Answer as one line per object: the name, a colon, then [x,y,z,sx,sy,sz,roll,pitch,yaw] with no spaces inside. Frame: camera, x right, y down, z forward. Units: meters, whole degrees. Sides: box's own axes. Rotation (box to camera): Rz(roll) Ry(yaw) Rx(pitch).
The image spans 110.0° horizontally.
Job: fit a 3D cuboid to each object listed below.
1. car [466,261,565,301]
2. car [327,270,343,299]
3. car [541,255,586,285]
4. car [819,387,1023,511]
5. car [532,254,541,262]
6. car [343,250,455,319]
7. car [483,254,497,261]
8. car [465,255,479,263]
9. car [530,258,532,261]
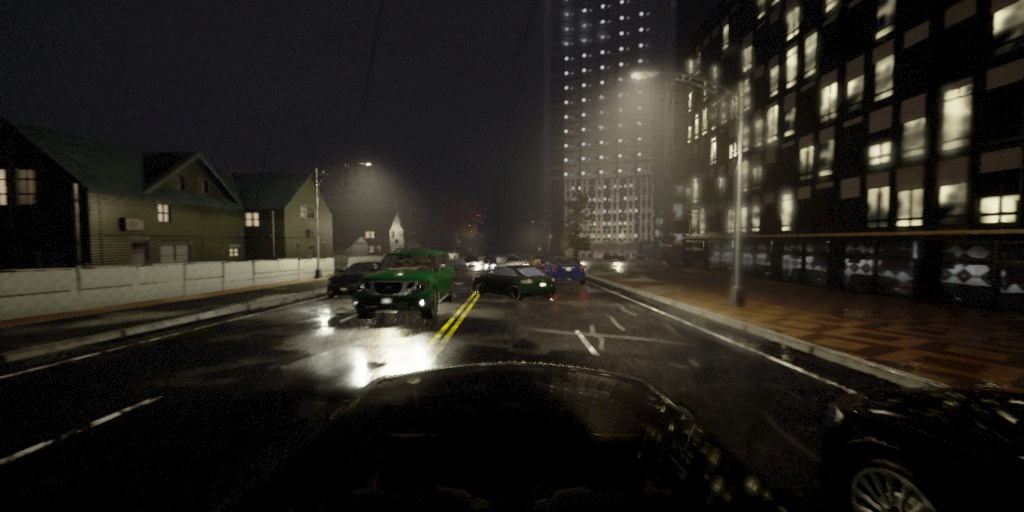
car: [0.014,1.090,15.895,1.994,1.385,4.181,-1,1,-38]
car: [-6.592,0.993,16.532,1.882,1.535,5.008,0,1,0]
car: [3.253,0.773,22.676,2.097,1.767,4.553,0,1,0]
car: [3.249,1.258,0.702,2.128,1.511,4.902,0,1,0]
car: [3.255,0.800,33.711,2.033,1.411,5.357,0,1,0]
car: [-3.346,0.803,12.318,2.150,2.045,5.566,0,1,0]
car: [-3.291,0.433,54.677,2.128,1.511,4.902,0,1,0]
car: [-6.534,0.445,58.997,1.994,1.385,4.181,0,1,1]
car: [3.257,0.542,44.903,1.801,1.575,5.366,0,1,0]
